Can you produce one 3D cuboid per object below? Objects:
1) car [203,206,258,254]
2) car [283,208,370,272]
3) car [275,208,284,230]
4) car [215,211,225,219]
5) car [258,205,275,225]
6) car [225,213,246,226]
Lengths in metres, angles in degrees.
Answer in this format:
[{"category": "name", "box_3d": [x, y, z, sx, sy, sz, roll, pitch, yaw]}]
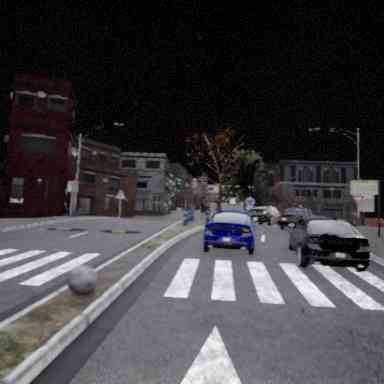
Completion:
[{"category": "car", "box_3d": [1.676, 1.487, 13.931, 1.882, 1.535, 5.008, 1, 0, 11]}, {"category": "car", "box_3d": [4.530, 1.590, 11.635, 1.882, 1.535, 5.008, 2, 0, 10]}, {"category": "car", "box_3d": [6.672, 1.660, 20.914, 1.895, 1.301, 4.718, 0, -2, 22]}, {"category": "car", "box_3d": [6.611, 5.578, 79.583, 2.033, 1.411, 5.357, 2, 0, 2]}, {"category": "car", "box_3d": [5.791, 1.841, 26.112, 1.837, 1.490, 4.892, -1, -6, 29]}, {"category": "car", "box_3d": [7.989, 5.081, 61.776, 2.150, 2.045, 5.566, 3, -4, -10]}]
